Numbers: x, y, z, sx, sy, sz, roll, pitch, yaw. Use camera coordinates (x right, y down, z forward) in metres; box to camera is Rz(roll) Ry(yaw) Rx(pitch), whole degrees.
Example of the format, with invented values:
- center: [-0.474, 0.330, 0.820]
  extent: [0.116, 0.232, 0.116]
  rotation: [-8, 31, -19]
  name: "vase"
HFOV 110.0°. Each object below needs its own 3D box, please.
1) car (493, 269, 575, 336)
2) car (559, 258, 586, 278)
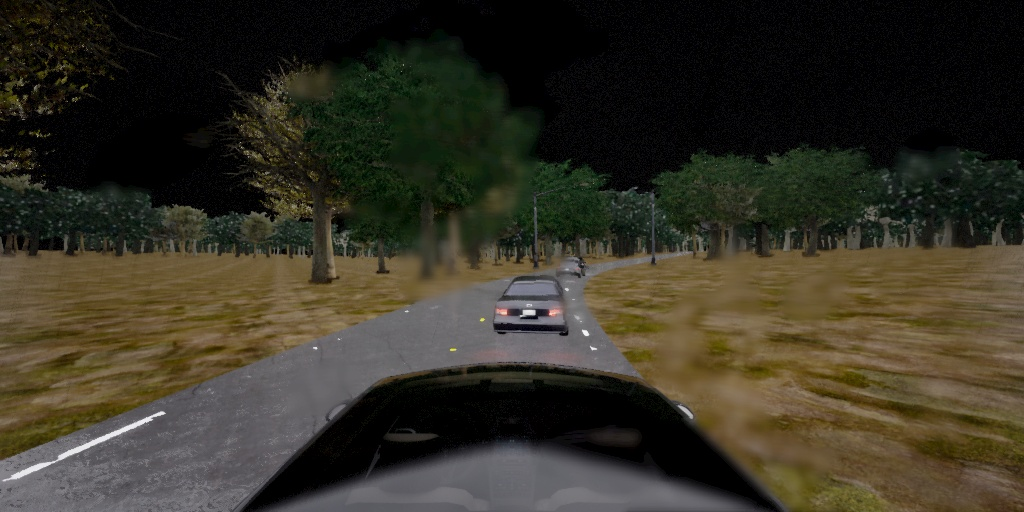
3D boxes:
- center: [0.688, 1.280, 10.384]
  extent: [2.033, 1.411, 5.357]
  rotation: [0, 0, 7]
  name: "car"
- center: [5.229, 1.126, 31.162]
  extent: [1.994, 1.385, 4.181]
  rotation: [0, 0, 18]
  name: "car"
